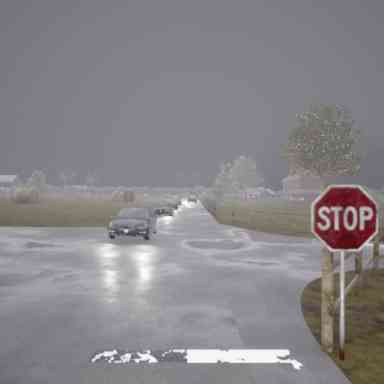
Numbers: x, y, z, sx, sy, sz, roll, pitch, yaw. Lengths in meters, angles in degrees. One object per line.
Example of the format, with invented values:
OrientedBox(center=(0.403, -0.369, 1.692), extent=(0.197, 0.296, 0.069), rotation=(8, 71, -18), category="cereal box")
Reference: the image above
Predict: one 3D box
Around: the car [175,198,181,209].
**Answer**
OrientedBox(center=(-2.818, 1.538, 44.220), extent=(1.882, 1.535, 5.008), rotation=(0, 0, 0), category="car")

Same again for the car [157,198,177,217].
OrientedBox(center=(-2.829, 1.605, 32.215), extent=(1.994, 1.385, 4.181), rotation=(0, 0, 0), category="car")

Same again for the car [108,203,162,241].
OrientedBox(center=(-2.805, 1.480, 16.661), extent=(1.837, 1.490, 4.892), rotation=(2, -1, 0), category="car")

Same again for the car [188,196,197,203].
OrientedBox(center=(0.040, 1.600, 71.223), extent=(1.882, 1.535, 5.008), rotation=(0, 0, 0), category="car")
